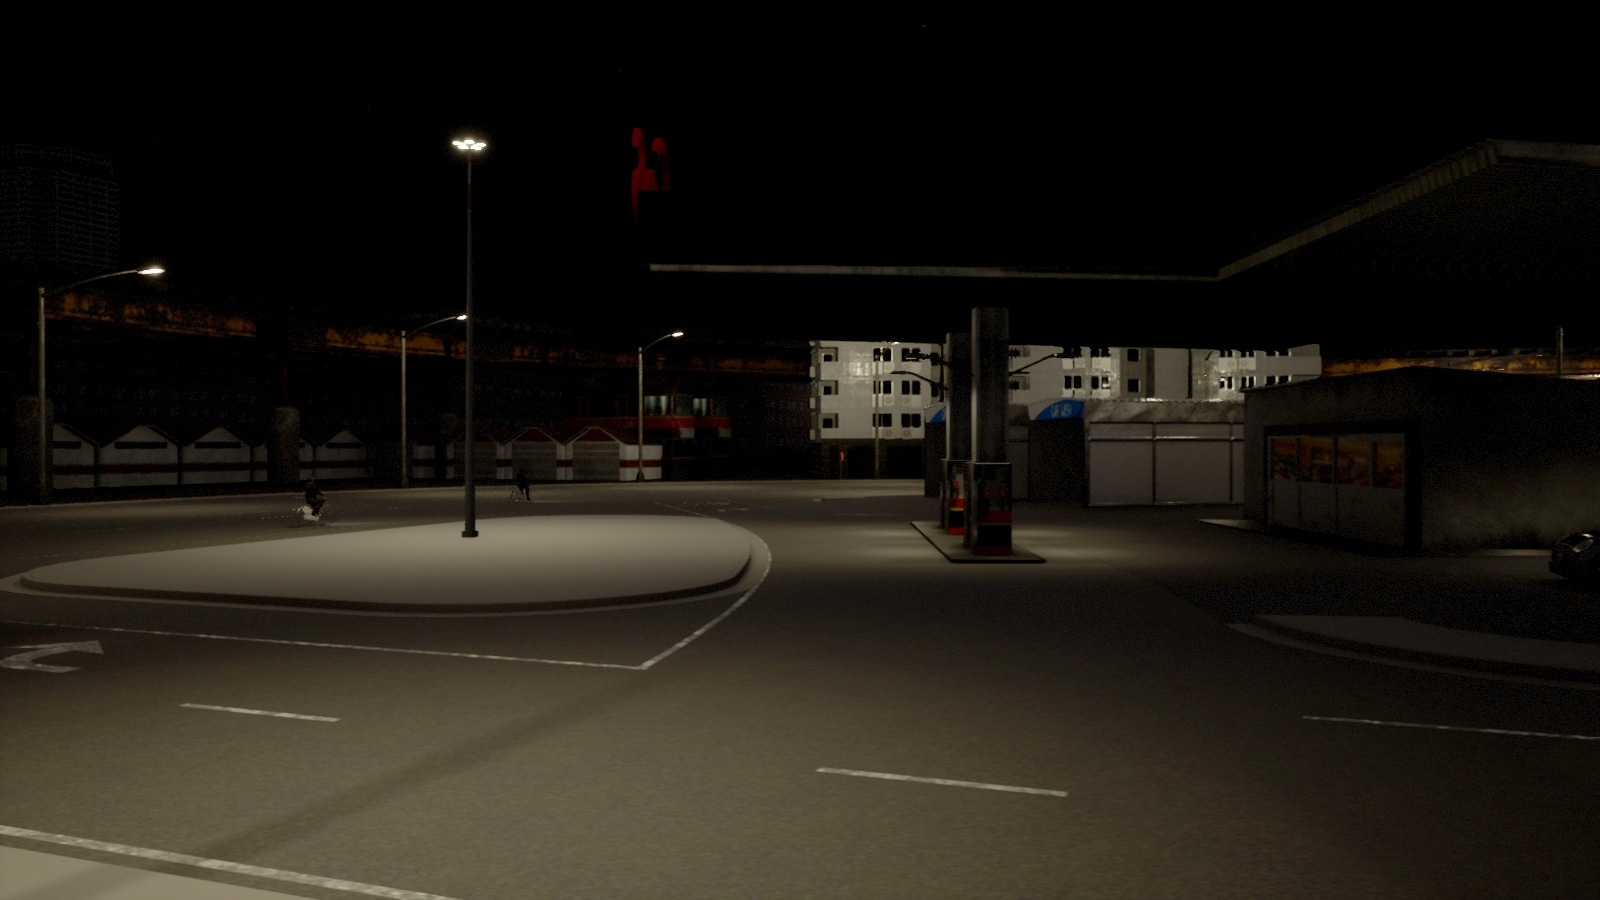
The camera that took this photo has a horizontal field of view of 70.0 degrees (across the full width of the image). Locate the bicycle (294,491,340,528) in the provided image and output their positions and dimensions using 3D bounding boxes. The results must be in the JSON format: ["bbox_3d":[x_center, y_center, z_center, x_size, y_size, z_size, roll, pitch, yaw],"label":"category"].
[{"bbox_3d":[-17.027,2.082,40.310,0.329,1.196,1.835,0,0,20],"label":"bicycle"}]

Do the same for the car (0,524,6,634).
[{"bbox_3d":[-14.737,1.937,17.050,5.238,1.638,2.097,0,0,20],"label":"car"}]

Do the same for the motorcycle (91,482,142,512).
[{"bbox_3d":[-30.167,2.043,50.437,0.856,1.236,1.805,0,0,19],"label":"motorcycle"}]
